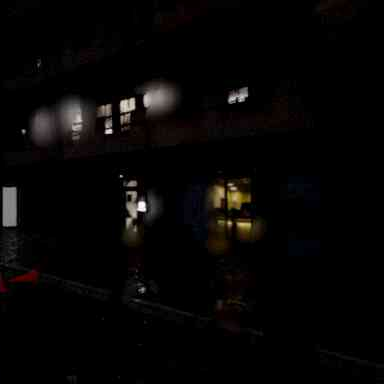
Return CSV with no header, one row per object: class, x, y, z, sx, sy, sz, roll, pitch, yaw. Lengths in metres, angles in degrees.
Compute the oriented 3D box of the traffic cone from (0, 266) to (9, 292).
traffic cone,-4.490,2.006,7.738,0.340,0.580,0.340,0,-1,37
